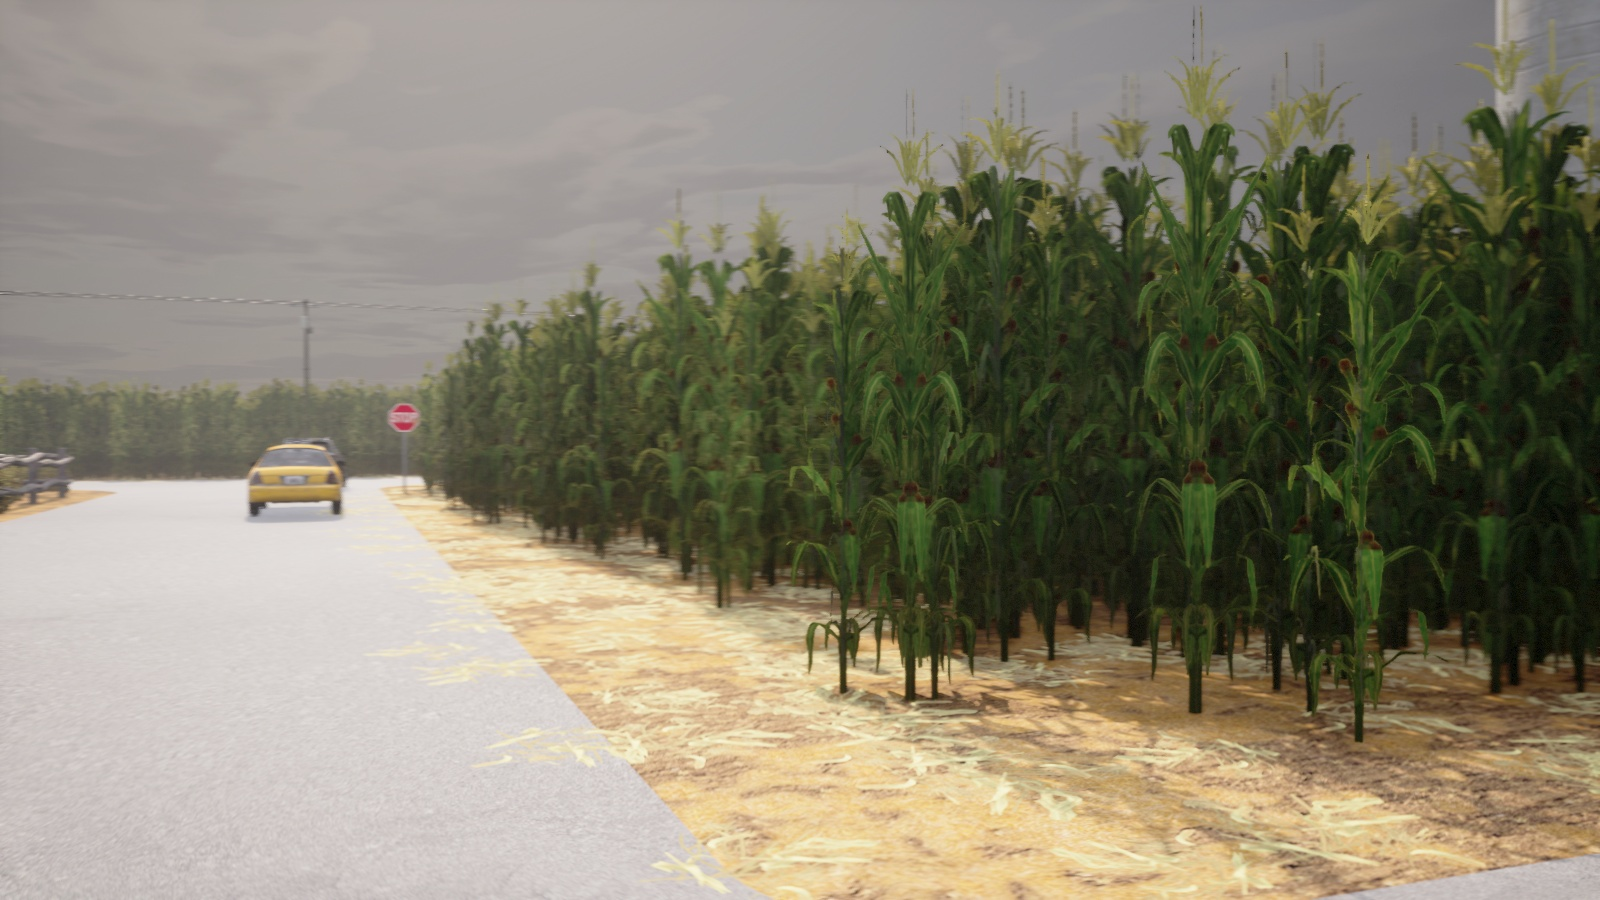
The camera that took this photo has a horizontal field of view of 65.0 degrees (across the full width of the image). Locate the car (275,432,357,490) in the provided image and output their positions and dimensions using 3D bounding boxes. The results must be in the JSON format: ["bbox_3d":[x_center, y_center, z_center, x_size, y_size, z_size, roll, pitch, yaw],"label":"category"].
[{"bbox_3d":[-14.713,0.296,38.396,2.033,1.649,4.856,0,1,-17],"label":"car"}]

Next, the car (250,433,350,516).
[{"bbox_3d":[-10.636,0.442,26.932,1.801,1.575,5.366,0,1,-20],"label":"car"}]
